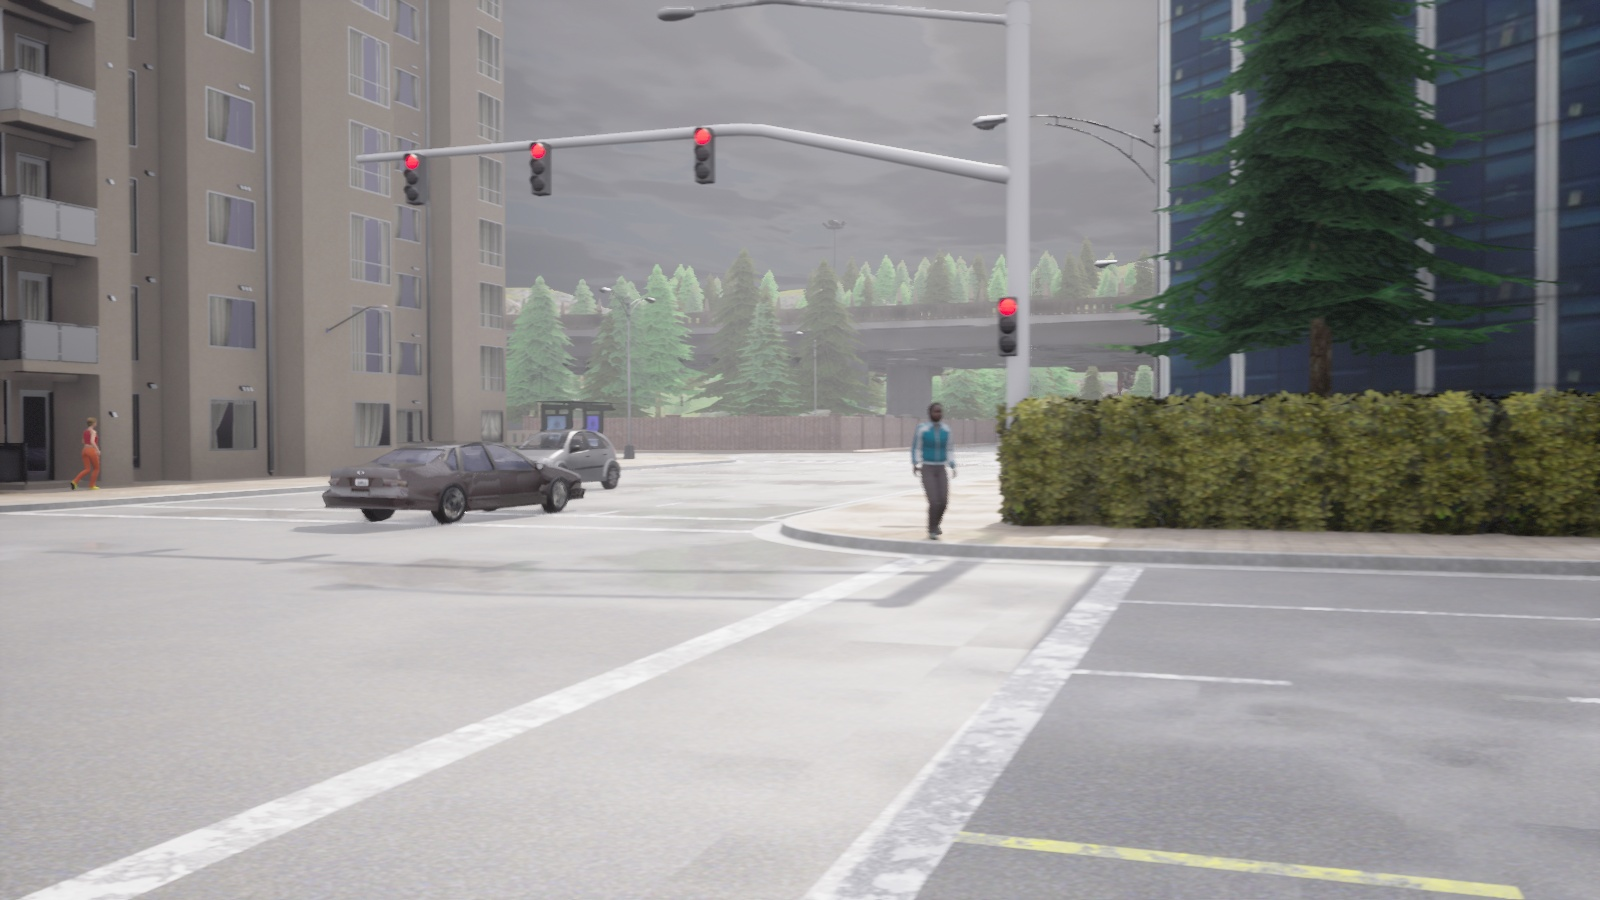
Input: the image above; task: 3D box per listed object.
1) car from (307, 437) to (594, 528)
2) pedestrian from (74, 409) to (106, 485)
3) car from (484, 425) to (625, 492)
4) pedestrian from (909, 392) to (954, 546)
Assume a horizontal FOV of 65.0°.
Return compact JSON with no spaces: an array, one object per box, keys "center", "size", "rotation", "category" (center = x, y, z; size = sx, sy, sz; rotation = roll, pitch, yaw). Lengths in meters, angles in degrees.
[{"center":[-6.119,0.486,22.815],"size":[2.033,1.411,5.357],"rotation":[1,1,25],"category":"car"},{"center":[-17.450,-0.075,30.860],"size":[0.345,1.836,0.594],"rotation":[1,1,26],"category":"pedestrian"},{"center":[-6.300,0.178,32.647],"size":[1.851,1.617,3.988],"rotation":[1,1,19],"category":"car"},{"center":[1.678,0.234,16.071],"size":[0.396,1.930,0.692],"rotation":[0,1,-9],"category":"pedestrian"}]
